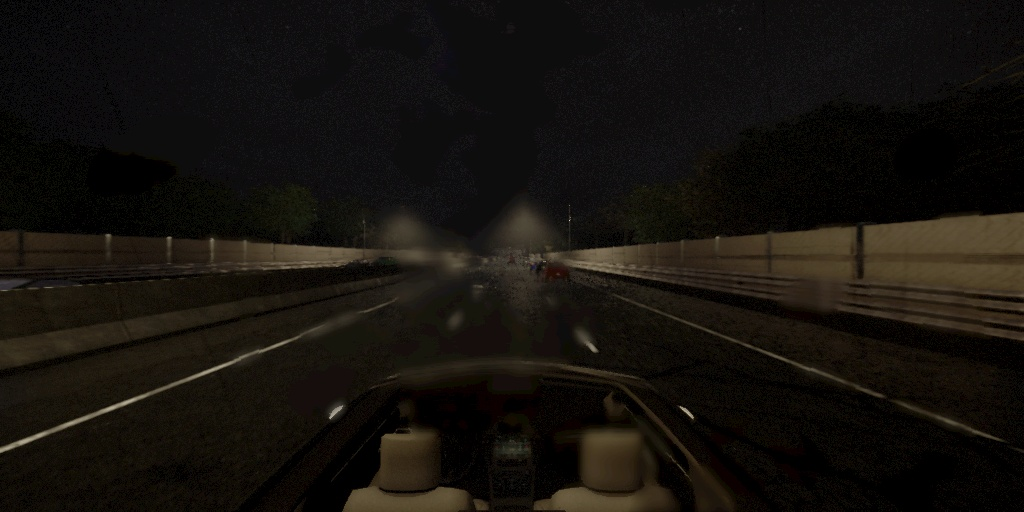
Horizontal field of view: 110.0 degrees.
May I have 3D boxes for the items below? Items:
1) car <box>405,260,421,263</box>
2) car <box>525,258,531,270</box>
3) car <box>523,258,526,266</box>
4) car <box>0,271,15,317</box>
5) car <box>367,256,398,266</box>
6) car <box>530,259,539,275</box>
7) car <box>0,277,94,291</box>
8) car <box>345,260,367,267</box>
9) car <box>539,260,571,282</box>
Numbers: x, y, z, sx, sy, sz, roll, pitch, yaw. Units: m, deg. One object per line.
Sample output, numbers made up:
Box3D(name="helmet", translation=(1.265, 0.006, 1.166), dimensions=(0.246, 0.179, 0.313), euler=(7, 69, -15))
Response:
Box3D(name="car", translation=(-14.049, 1.275, 51.248), dimensions=(1.837, 1.490, 4.892), euler=(0, 0, 1))
Box3D(name="car", translation=(3.482, 1.278, 50.852), dimensions=(2.163, 1.488, 4.792), euler=(0, 0, -1))
Box3D(name="car", translation=(3.498, 1.279, 61.743), dimensions=(2.128, 1.511, 4.902), euler=(0, 0, 0))
Box3D(name="car", translation=(-17.591, 1.254, 9.578), dimensions=(1.837, 1.490, 4.892), euler=(0, 0, 0))
Box3D(name="car", translation=(-17.547, 0.998, 49.747), dimensions=(2.150, 2.045, 5.566), euler=(0, 0, 1))
Box3D(name="car", translation=(3.498, 1.257, 39.739), dimensions=(2.128, 1.511, 4.902), euler=(0, 0, 0))
Box3D(name="car", translation=(-14.092, 1.314, 10.309), dimensions=(1.994, 1.385, 4.181), euler=(0, 0, 0))
Box3D(name="car", translation=(-21.049, 1.262, 49.176), dimensions=(2.128, 1.511, 4.902), euler=(0, 0, 1))
Box3D(name="car", translation=(3.499, 1.236, 28.738), dimensions=(1.882, 1.535, 5.008), euler=(0, 0, 0))
